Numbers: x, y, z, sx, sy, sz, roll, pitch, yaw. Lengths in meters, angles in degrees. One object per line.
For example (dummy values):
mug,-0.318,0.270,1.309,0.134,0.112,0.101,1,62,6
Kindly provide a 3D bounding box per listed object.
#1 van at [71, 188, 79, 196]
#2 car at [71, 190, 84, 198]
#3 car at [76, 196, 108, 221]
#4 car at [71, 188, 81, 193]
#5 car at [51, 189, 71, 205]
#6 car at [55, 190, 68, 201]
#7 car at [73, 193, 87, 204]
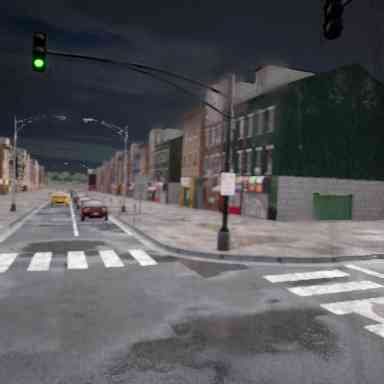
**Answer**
van,-28.136,0.035,80.142,1.690,1.788,3.998,0,1,-20
car,-14.599,0.851,43.866,1.887,1.381,4.507,0,1,-20
car,-6.863,1.203,23.135,1.887,1.381,4.507,0,1,-20
car,-16.532,0.659,49.047,1.967,1.590,4.097,0,1,-20
car,-15.991,0.756,40.391,1.882,1.535,5.008,2,0,-20
car,-21.389,0.539,54.568,1.837,1.490,4.892,2,0,-20
car,-10.732,1.064,33.501,1.802,1.307,4.206,0,1,-20
